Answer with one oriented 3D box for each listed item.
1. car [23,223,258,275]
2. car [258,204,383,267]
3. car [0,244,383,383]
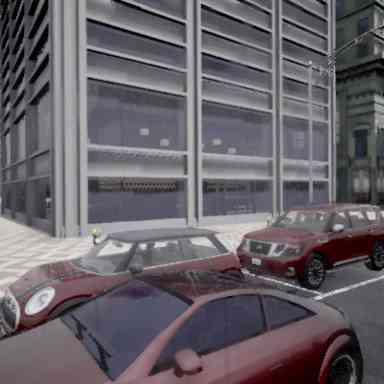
[{"bbox_3d":[-1.049,1.429,5.902,4.097,1.590,1.967,0,0,-35],"label":"car"},{"bbox_3d":[3.541,1.279,9.173,5.009,1.841,2.192,0,0,-35],"label":"car"},{"bbox_3d":[-0.202,1.557,3.234,4.181,1.385,1.994,0,0,-35],"label":"car"}]
